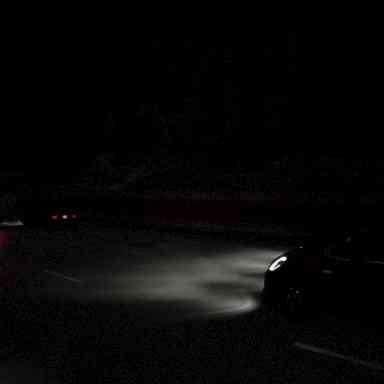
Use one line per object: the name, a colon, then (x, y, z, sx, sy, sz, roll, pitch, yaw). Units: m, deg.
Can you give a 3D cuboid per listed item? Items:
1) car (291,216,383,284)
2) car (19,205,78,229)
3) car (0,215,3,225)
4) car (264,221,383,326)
car: (5.377, 1.519, 8.853, 4.892, 1.490, 1.837, 0, 0, 36)
car: (-9.249, 1.510, 21.286, 5.357, 1.411, 2.033, 0, 0, 45)
car: (-13.282, 1.550, 20.412, 1.895, 1.301, 4.718, 0, 0, -45)
car: (3.607, 1.363, 5.817, 4.553, 1.767, 2.097, 0, 0, 36)
